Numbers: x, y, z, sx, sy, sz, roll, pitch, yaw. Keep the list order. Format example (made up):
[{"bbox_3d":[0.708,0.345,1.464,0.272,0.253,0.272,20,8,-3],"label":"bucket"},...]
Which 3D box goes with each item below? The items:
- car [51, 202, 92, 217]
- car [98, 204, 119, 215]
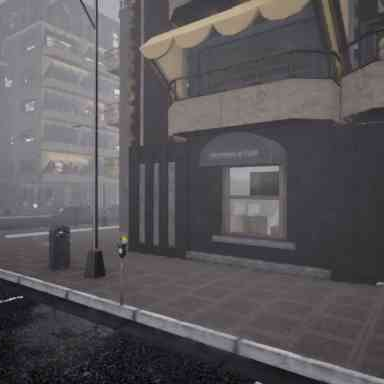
[{"bbox_3d":[-12.738,1.821,35.264,1.967,1.590,4.097,-1,-1,35],"label":"car"},{"bbox_3d":[-9.457,2.063,39.890,1.802,1.307,4.206,-1,-1,35],"label":"car"}]
